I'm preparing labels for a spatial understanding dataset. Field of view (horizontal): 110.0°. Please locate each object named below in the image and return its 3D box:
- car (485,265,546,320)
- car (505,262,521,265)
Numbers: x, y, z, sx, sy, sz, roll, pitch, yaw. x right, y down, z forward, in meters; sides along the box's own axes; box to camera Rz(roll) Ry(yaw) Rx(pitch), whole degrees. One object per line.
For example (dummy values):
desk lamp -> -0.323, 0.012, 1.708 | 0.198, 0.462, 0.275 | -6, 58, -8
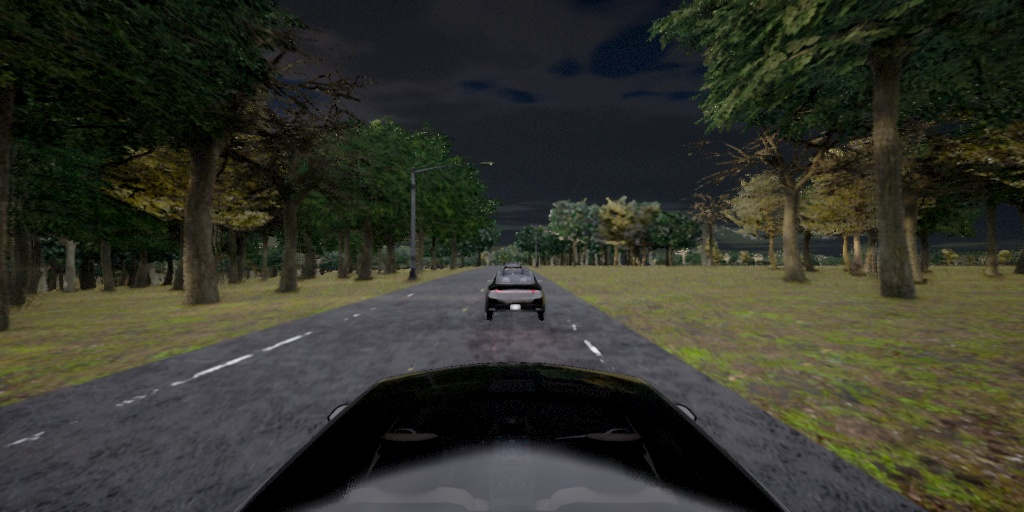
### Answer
car -> 0.097, 1.248, 12.642 | 2.128, 1.511, 4.902 | 0, 0, 0
car -> 0.095, 1.326, 32.554 | 2.128, 1.511, 4.902 | 0, 0, 0
